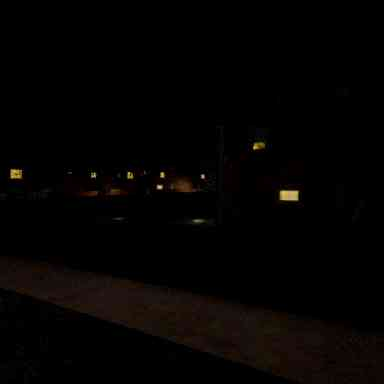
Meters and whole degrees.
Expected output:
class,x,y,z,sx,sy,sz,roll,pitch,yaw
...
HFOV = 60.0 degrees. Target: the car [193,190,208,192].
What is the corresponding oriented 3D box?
class,x,y,z,sx,sy,sz,roll,pitch,yaw
car,1.147,0.414,54.640,2.128,1.511,4.902,1,2,36
